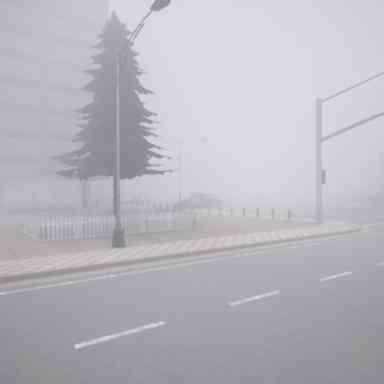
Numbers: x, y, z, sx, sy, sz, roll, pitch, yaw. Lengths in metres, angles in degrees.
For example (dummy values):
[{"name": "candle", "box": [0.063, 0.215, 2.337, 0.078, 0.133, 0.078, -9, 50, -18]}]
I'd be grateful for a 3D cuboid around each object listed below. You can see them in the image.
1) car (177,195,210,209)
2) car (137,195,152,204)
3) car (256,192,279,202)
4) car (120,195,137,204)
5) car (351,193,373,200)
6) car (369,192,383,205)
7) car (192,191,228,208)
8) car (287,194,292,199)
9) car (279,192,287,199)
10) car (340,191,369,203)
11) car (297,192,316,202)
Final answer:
[{"name": "car", "box": [-0.098, 1.441, 41.580, 1.994, 1.385, 4.181, 0, 0, -36]}, {"name": "car", "box": [-9.070, 1.265, 60.245, 2.097, 1.767, 4.553, 0, 0, -36]}, {"name": "car", "box": [17.808, 1.088, 78.586, 1.970, 1.475, 3.806, 0, 0, -36]}, {"name": "car", "box": [-11.874, 1.414, 58.149, 1.812, 1.442, 4.674, 0, 0, -36]}, {"name": "car", "box": [37.979, 0.985, 74.448, 1.784, 1.438, 3.905, 0, 0, -36]}, {"name": "car", "box": [27.418, 0.904, 45.509, 1.932, 1.855, 4.605, 0, 0, -36]}, {"name": "car", "box": [1.893, 1.080, 44.805, 2.150, 2.045, 5.566, 0, 0, -36]}, {"name": "car", "box": [22.322, 0.818, 81.863, 1.932, 1.855, 4.605, 0, 0, -36]}, {"name": "car", "box": [20.166, 1.042, 80.266, 1.784, 1.438, 3.905, 0, 0, -36]}, {"name": "car", "box": [35.582, 0.789, 72.818, 1.932, 1.855, 4.605, 0, 0, -36]}, {"name": "car", "box": [21.875, 1.118, 62.940, 1.970, 1.475, 3.806, 0, 0, -36]}]
